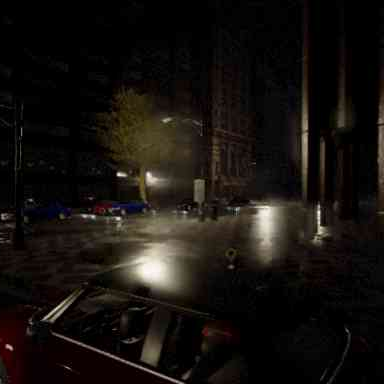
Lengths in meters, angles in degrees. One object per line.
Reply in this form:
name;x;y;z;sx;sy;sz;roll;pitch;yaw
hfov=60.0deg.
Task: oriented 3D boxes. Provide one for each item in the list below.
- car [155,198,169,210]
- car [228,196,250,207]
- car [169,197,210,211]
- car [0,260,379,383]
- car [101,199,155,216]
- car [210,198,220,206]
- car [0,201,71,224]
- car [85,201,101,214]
car;-3.914;1.464;41.339;1.812;1.442;4.674;0;0;36
car;7.319;1.431;51.439;1.837;1.490;4.892;0;0;36
car;-0.215;1.451;40.935;1.837;1.490;4.892;0;0;36
car;-0.475;1.443;3.297;4.097;1.590;1.967;0;0;35
car;-6.170;1.494;32.560;1.812;1.442;4.674;0;0;35
car;2.250;1.520;49.973;1.895;1.301;4.718;0;0;36
car;-11.437;1.513;25.135;1.812;1.442;4.674;0;0;37
car;-8.919;1.521;34.316;1.994;1.385;4.181;0;0;34
